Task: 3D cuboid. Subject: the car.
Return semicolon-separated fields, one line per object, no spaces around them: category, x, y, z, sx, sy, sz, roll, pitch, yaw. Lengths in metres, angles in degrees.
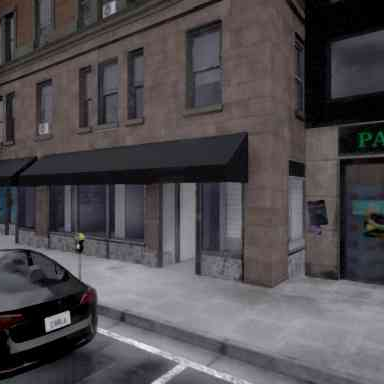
car;-3.278;1.566;5.151;4.313;1.339;1.947;0;0;36
